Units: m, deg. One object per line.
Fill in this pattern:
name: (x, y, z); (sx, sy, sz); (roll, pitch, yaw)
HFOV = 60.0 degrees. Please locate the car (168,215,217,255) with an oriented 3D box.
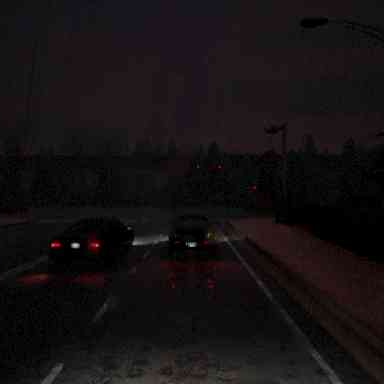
car: (0.017, 1.677, 13.895); (1.812, 1.442, 4.674); (0, 0, 0)

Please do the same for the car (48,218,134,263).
car: (-3.496, 1.684, 12.498); (2.033, 1.411, 5.357); (0, -1, 0)
